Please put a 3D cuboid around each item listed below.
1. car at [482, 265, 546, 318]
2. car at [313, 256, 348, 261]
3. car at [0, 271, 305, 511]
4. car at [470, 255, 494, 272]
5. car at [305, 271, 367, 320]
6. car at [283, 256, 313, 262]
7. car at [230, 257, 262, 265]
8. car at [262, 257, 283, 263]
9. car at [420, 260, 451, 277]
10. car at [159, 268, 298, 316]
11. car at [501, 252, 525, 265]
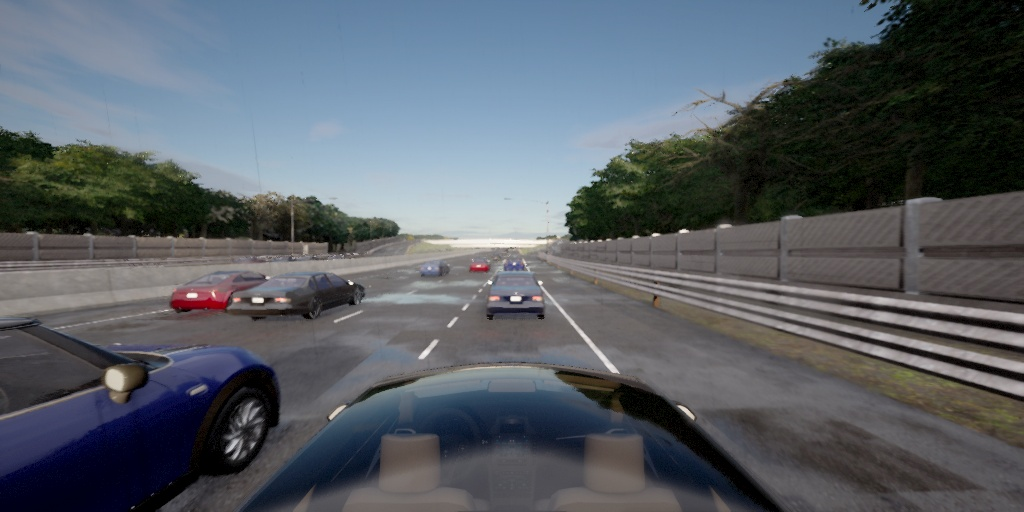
[{"bbox_3d":[0.116,1.230,12.521,2.033,1.411,5.357,0,0,0],"label":"car"},{"bbox_3d":[-20.906,0.787,42.586,2.128,1.511,4.902,0,1,1],"label":"car"},{"bbox_3d":[-3.500,1.101,1.918,2.097,1.767,4.553,0,0,0],"label":"car"},{"bbox_3d":[-3.355,0.951,38.333,1.994,1.385,4.181,0,1,0],"label":"car"},{"bbox_3d":[-6.883,1.232,12.230,2.033,1.411,5.357,0,0,0],"label":"car"},{"bbox_3d":[-24.403,0.800,42.618,1.837,1.490,4.892,0,1,1],"label":"car"},{"bbox_3d":[-31.399,0.855,42.802,1.994,1.385,4.181,0,1,0],"label":"car"},{"bbox_3d":[-27.885,0.828,43.942,1.994,1.385,4.181,0,1,1],"label":"car"},{"bbox_3d":[-6.799,1.042,32.113,2.033,1.411,5.357,0,1,0],"label":"car"},{"bbox_3d":[-10.381,1.239,13.651,1.994,1.385,4.181,0,0,0],"label":"car"},{"bbox_3d":[0.238,0.759,37.104,2.097,1.767,4.553,0,1,0],"label":"car"}]
